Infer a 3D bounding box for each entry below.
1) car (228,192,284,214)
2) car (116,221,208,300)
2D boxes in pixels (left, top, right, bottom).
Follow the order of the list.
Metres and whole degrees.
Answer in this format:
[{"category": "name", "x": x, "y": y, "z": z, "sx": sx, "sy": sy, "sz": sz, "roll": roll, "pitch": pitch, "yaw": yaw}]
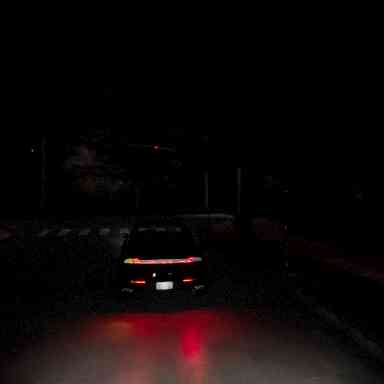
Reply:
[{"category": "car", "x": 6.131, "y": 1.064, "z": 30.824, "sx": 5.566, "sy": 2.045, "sz": 2.150, "roll": 0, "pitch": 0, "yaw": -12}, {"category": "car", "x": -0.841, "y": 1.492, "z": 8.461, "sx": 2.128, "sy": 1.511, "sz": 4.902, "roll": 0, "pitch": 0, "yaw": -8}]
